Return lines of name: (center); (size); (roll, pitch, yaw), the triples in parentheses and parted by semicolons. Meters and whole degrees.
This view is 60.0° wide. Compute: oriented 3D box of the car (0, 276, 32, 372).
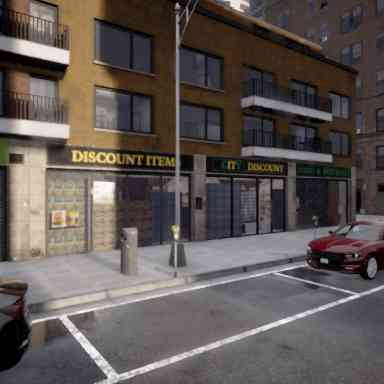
car: (-3.981, 1.566, 3.351); (4.313, 1.339, 1.947); (0, 0, -36)

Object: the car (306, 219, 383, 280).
car: (5.271, 1.544, 9.951); (4.507, 1.381, 1.887); (0, 0, -36)
